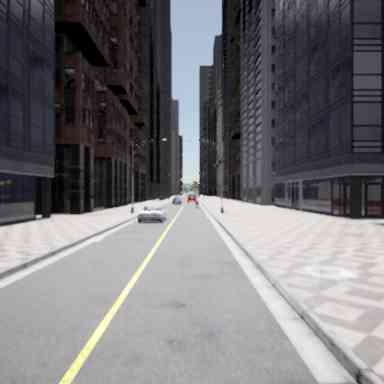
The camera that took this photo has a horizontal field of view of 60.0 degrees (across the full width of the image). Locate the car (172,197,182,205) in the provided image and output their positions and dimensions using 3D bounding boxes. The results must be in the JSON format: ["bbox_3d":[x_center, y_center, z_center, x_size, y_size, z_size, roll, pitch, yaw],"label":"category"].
[{"bbox_3d":[-3.020,1.738,66.760,1.812,1.442,4.674,0,0,0],"label":"car"}]

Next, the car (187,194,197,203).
[{"bbox_3d":[-0.013,1.488,79.991,2.150,2.045,5.566,0,0,0],"label":"car"}]

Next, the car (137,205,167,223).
[{"bbox_3d":[-3.102,1.682,26.269,1.895,1.301,4.718,0,0,0],"label":"car"}]

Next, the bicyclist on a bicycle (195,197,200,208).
[{"bbox_3d":[0.809,1.597,49.479,0.866,1.612,1.509,0,-1,0],"label":"bicyclist on a bicycle"}]

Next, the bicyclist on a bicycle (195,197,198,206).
[{"bbox_3d":[0.817,1.643,58.441,0.582,1.620,1.656,0,-1,0],"label":"bicyclist on a bicycle"}]
